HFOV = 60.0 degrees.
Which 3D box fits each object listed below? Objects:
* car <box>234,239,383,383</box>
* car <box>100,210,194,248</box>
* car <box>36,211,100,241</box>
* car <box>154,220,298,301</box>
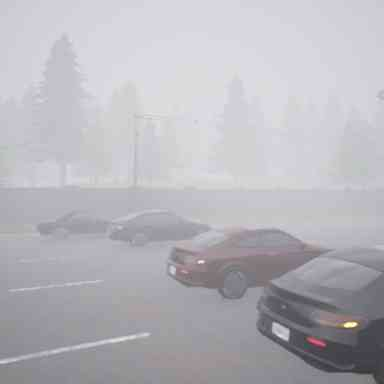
[{"bbox_3d":[3.152,1.534,5.047,4.674,1.442,1.812,0,0,-26],"label":"car"},{"bbox_3d":[-1.352,1.519,14.532,4.674,1.442,1.812,0,0,-26],"label":"car"},{"bbox_3d":[-5.162,1.583,16.582,4.718,1.301,1.895,0,0,-25],"label":"car"},{"bbox_3d":[1.651,1.529,8.208,4.674,1.442,1.812,0,0,-26],"label":"car"}]
